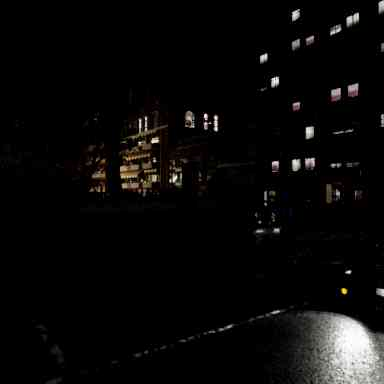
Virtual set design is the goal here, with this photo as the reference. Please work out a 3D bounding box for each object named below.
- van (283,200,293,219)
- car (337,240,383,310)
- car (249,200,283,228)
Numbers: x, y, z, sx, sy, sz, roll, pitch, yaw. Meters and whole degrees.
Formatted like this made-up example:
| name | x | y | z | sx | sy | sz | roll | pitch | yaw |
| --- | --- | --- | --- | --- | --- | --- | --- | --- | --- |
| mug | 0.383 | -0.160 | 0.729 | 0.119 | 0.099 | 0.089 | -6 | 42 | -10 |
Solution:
| name | x | y | z | sx | sy | sz | roll | pitch | yaw |
| --- | --- | --- | --- | --- | --- | --- | --- | --- | --- |
| van | 7.160 | 1.643 | 30.208 | 1.690 | 1.788 | 3.998 | -1 | 0 | -36 |
| car | 4.854 | 1.566 | 7.002 | 4.181 | 1.385 | 1.994 | 0 | 0 | -40 |
| car | 4.037 | 1.630 | 24.686 | 2.097 | 1.767 | 4.553 | 0 | -1 | -36 |
